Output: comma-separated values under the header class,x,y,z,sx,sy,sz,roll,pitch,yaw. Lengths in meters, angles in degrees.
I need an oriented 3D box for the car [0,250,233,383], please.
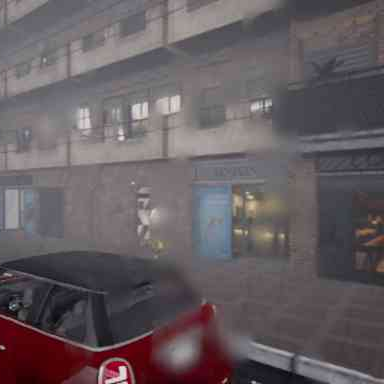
class,x,y,z,sx,sy,sz,roll,pitch,yaw
car,-1.657,1.455,4.055,4.097,1.590,1.967,0,0,36
